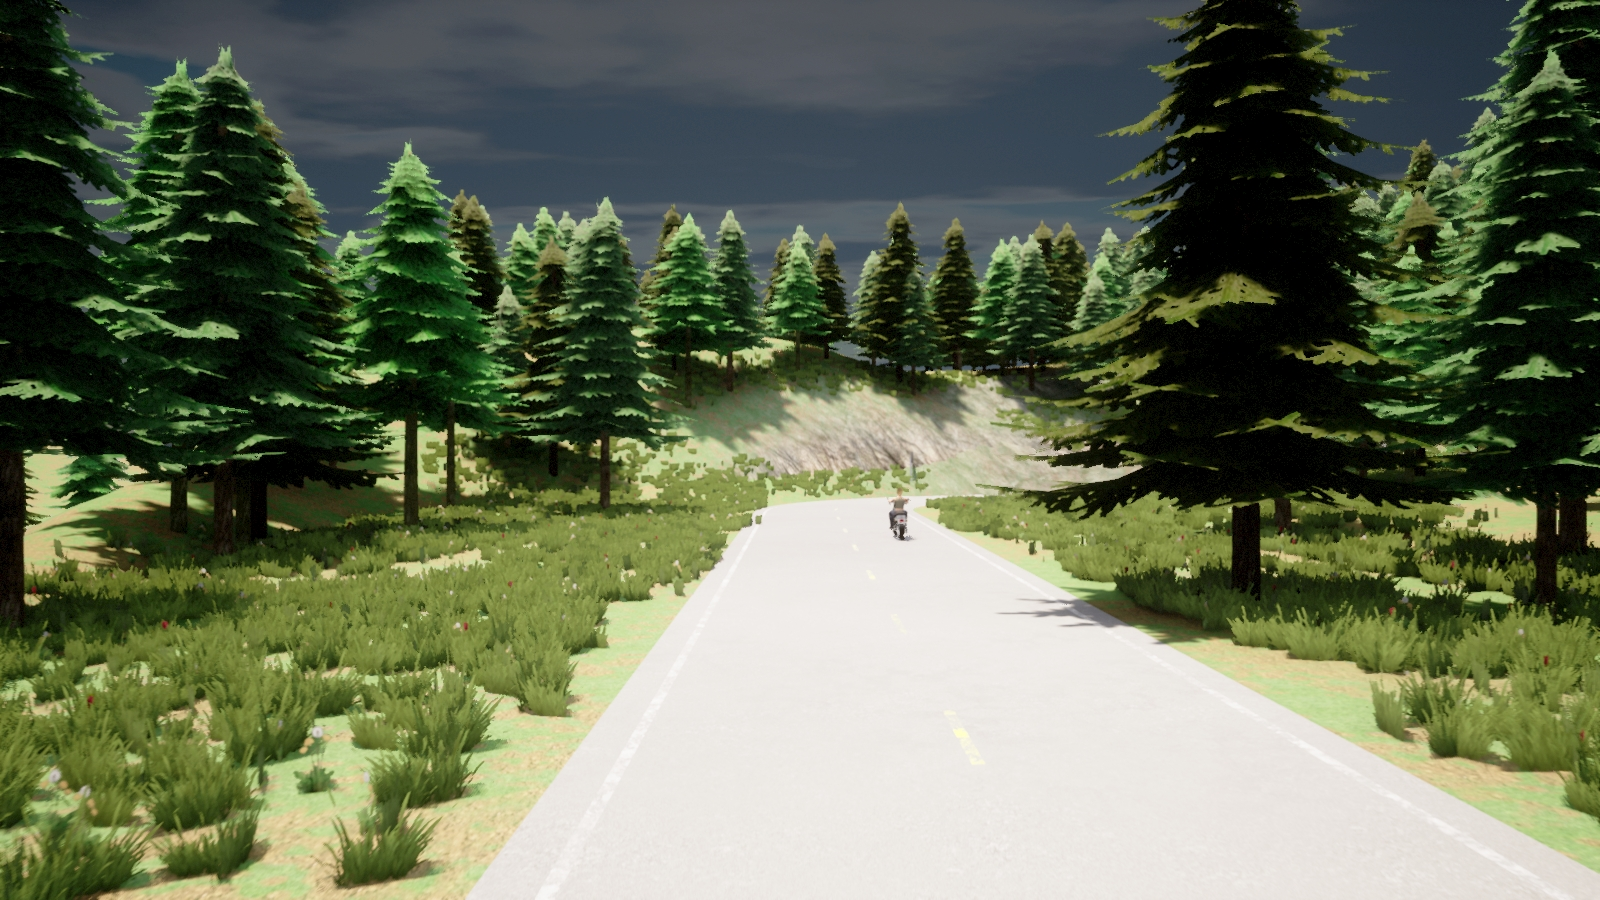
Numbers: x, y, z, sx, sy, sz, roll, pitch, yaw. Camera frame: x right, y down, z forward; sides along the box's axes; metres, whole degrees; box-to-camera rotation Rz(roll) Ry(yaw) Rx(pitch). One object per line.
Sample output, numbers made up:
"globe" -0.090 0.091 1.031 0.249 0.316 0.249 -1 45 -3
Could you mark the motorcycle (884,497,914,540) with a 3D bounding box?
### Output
"motorcycle" 3.195 2.210 37.120 0.764 1.277 2.356 0 0 0
